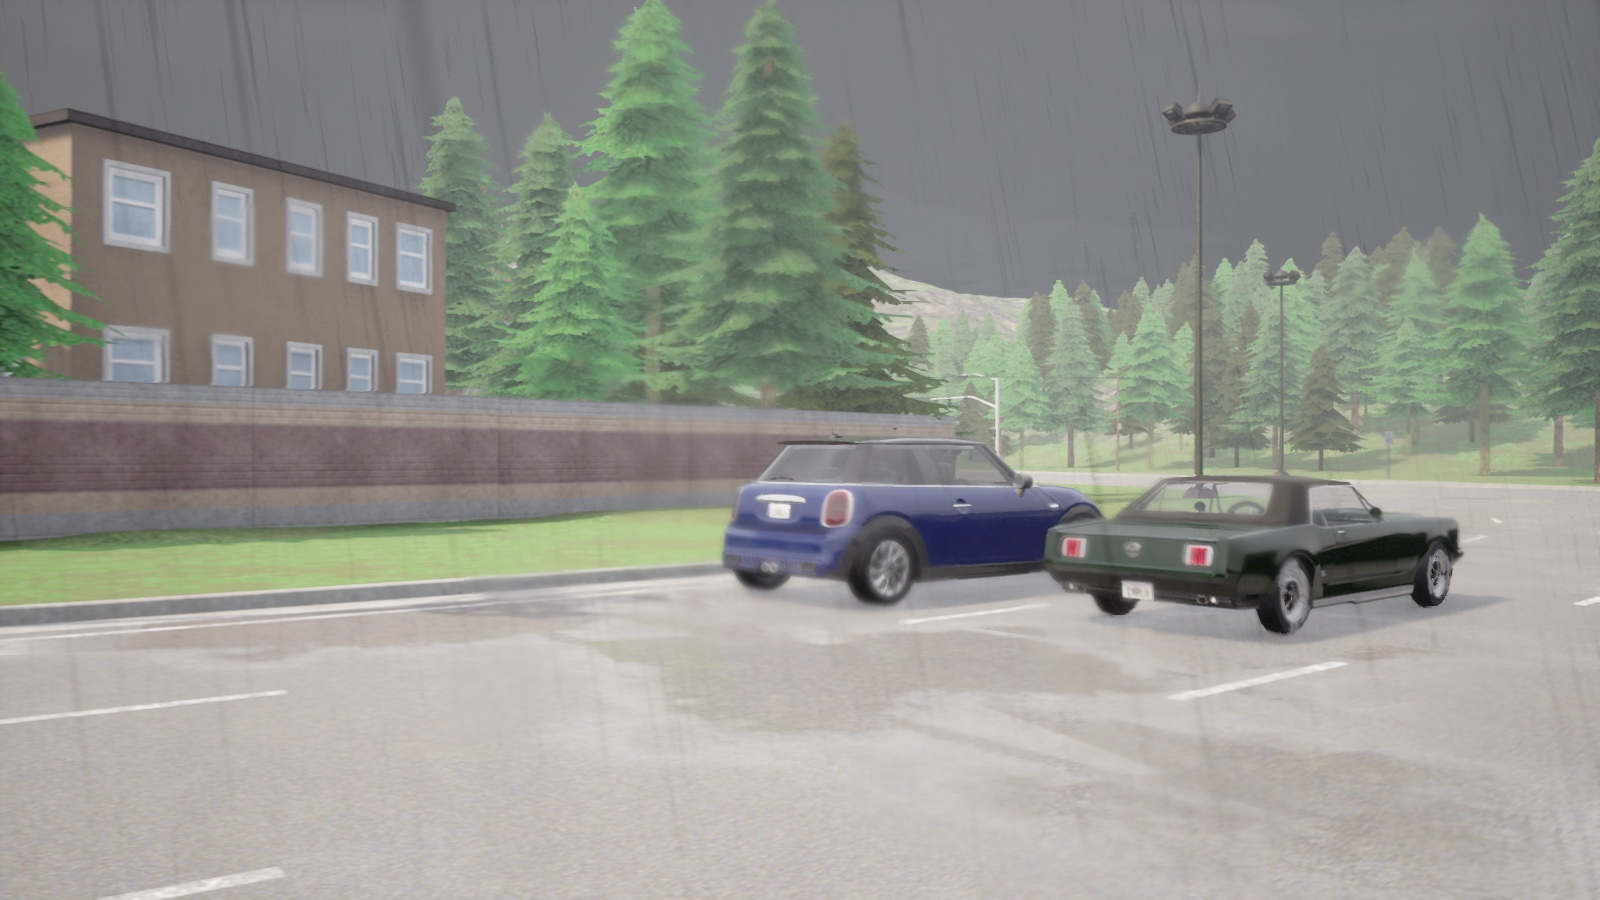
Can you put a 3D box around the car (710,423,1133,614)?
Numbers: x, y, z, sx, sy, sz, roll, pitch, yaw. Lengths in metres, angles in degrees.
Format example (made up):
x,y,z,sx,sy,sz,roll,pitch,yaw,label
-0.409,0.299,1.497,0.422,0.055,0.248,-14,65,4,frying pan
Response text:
x,y,z,sx,sy,sz,roll,pitch,yaw,label
1.463,0.635,13.914,4.553,1.767,2.097,0,0,-41,car

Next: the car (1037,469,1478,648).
x,y,z,sx,sy,sz,roll,pitch,yaw,label
4.478,0.865,11.885,4.718,1.301,1.895,0,0,-41,car
